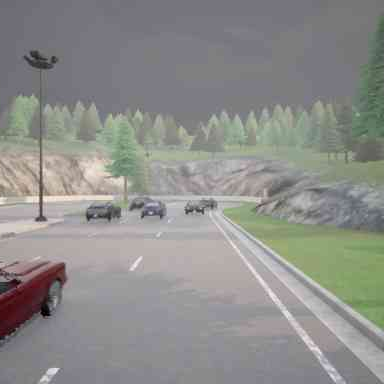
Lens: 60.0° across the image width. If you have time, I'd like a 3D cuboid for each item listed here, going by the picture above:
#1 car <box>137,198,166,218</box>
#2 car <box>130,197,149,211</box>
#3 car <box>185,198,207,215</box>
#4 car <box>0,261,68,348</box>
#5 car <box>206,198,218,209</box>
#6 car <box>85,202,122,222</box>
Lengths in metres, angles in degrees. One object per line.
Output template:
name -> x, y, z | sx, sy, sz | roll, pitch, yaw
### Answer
car -> -3.337, 1.525, 29.529 | 1.812, 1.442, 4.674 | 0, 0, 1
car -> -5.873, 1.352, 40.400 | 2.097, 1.767, 4.553 | 0, 0, 10
car -> 0.344, 1.601, 34.355 | 1.895, 1.301, 4.718 | 0, 0, 3
car -> -3.399, 1.600, 4.524 | 1.895, 1.301, 4.718 | 0, 0, 0
car -> 2.223, 1.491, 44.512 | 2.128, 1.511, 4.902 | 0, 0, 15
car -> -6.879, 1.491, 26.253 | 2.128, 1.511, 4.902 | 0, 0, 0
